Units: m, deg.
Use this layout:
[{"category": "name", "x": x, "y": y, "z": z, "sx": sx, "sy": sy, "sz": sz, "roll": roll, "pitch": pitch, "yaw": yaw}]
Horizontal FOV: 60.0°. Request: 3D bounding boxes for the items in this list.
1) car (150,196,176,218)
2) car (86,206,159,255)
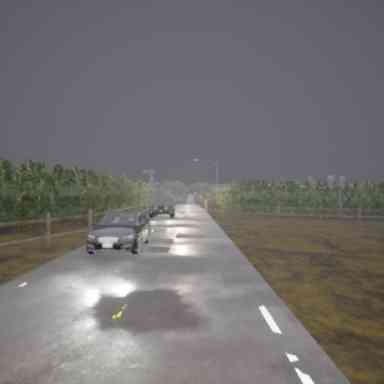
[{"category": "car", "x": -2.753, "y": 1.395, "z": 32.408, "sx": 2.150, "sy": 2.045, "sz": 5.566, "roll": 0, "pitch": -1, "yaw": 0}, {"category": "car", "x": -2.806, "y": 1.544, "z": 13.577, "sx": 2.128, "sy": 1.511, "sz": 4.902, "roll": 0, "pitch": -1, "yaw": 0}]
